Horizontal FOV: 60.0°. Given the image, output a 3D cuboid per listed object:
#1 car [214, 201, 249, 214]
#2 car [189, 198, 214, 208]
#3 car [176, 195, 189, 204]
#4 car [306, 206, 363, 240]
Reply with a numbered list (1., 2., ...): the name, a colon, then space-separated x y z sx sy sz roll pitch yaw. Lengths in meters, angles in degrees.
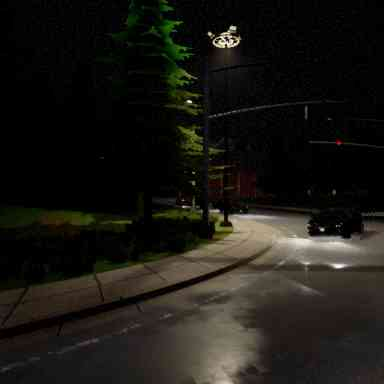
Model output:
1. car: 4.354 1.600 35.633 1.895 1.301 4.718 0 0 -15
2. car: 1.674 1.221 45.322 2.150 2.045 5.566 0 0 -16
3. car: -1.202 1.351 55.210 2.097 1.767 4.553 0 0 -17
4. car: 7.508 1.511 17.343 1.837 1.490 4.892 -4 -3 38
